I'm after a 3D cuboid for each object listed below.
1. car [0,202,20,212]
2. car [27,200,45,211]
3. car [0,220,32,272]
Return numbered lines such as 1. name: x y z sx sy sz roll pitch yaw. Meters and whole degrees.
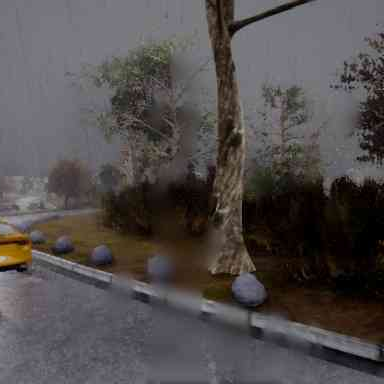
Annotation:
1. car: -28.521 2.330 52.027 1.994 1.385 4.181 0 -1 -11
2. car: -25.951 2.133 55.497 2.097 1.767 4.553 0 0 -14
3. car: -6.588 1.533 10.049 5.008 1.535 1.882 0 0 44
